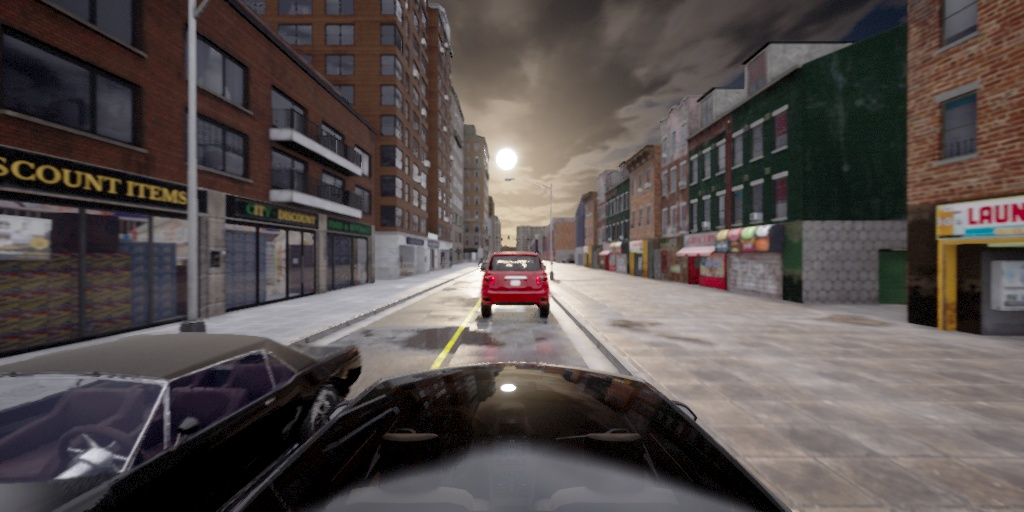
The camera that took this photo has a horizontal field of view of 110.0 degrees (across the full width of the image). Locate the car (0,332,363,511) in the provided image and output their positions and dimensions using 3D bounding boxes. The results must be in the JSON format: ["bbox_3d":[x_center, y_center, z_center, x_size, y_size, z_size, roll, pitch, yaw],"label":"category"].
[{"bbox_3d":[-2.849,1.348,2.383,1.895,1.301,4.718,0,0,0],"label":"car"}]

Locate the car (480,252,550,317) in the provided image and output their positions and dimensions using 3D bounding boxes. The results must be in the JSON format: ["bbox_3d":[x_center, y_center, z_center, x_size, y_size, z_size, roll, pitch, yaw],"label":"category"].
[{"bbox_3d":[0.103,0.922,13.057,2.150,2.045,5.566,0,-1,0],"label":"car"}]
